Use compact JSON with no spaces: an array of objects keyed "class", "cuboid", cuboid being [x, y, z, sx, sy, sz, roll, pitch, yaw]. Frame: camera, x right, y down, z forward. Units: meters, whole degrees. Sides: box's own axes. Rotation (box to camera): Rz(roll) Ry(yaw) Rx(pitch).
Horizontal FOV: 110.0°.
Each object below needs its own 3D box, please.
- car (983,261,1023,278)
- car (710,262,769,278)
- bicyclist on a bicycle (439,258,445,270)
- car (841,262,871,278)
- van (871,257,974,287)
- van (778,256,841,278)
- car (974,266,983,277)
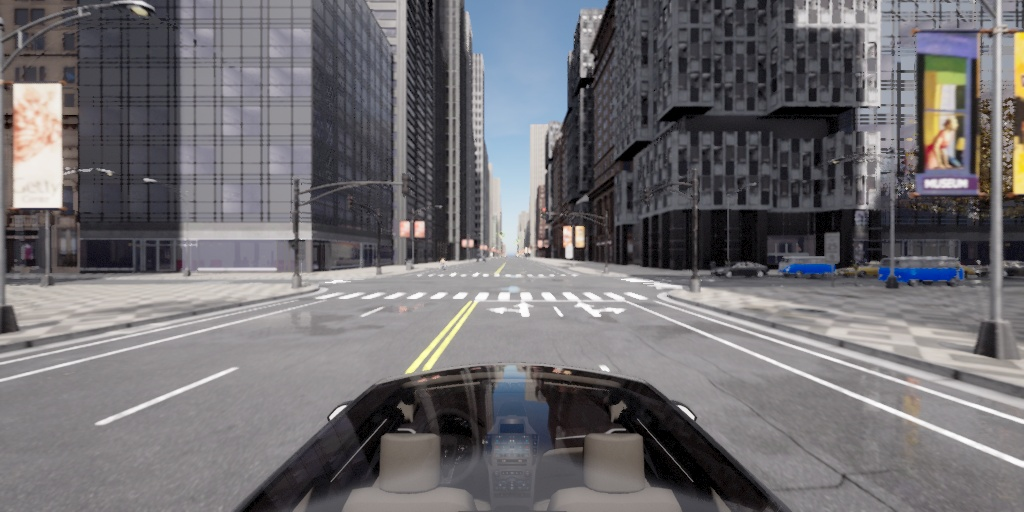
[{"class":"car","cuboid":[41.592,1.097,30.136,4.403,1.370,2.007,0,0,0]},{"class":"car","cuboid":[19.119,1.139,30.225,4.403,1.370,2.007,0,0,0]},{"class":"bicyclist on a bicycle","cuboid":[-8.720,1.005,45.015,0.866,1.612,1.509,0,0,0]},{"class":"car","cuboid":[30.185,1.092,30.181,4.829,1.417,1.751,0,0,0]},{"class":"van","cuboid":[24.705,0.946,21.678,3.998,1.789,1.690,0,0,0]},{"class":"van","cuboid":[24.738,0.918,30.203,3.998,1.789,1.690,0,0,0]},{"class":"car","cuboid":[35.804,1.082,30.159,4.829,1.417,1.751,0,0,0]}]
